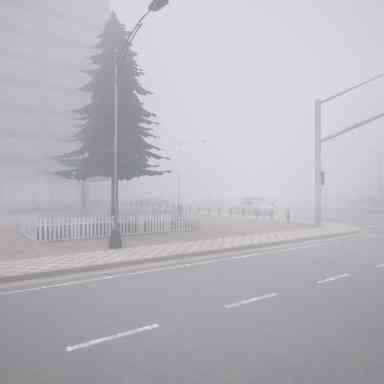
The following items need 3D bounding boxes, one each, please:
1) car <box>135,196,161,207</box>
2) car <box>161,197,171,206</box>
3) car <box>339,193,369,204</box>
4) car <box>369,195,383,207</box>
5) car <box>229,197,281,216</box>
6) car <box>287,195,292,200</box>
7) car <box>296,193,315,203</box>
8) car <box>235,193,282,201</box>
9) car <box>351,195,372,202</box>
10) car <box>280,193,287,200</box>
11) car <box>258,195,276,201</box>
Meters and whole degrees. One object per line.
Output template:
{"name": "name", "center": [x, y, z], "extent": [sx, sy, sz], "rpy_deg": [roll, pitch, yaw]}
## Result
{"name": "car", "center": [-7.061, 1.564, 51.143], "extent": [1.994, 1.385, 4.181], "rpy_deg": [0, 0, -35]}
{"name": "car", "center": [-5.333, 1.477, 54.755], "extent": [1.882, 1.535, 5.008], "rpy_deg": [0, 0, -35]}
{"name": "car", "center": [35.502, 1.153, 72.750], "extent": [1.932, 1.855, 4.605], "rpy_deg": [0, 0, -36]}
{"name": "car", "center": [27.334, 1.153, 45.441], "extent": [1.932, 1.855, 4.605], "rpy_deg": [0, 0, -36]}
{"name": "car", "center": [6.109, 1.526, 32.775], "extent": [1.812, 1.442, 4.674], "rpy_deg": [0, 0, -36]}
{"name": "car", "center": [22.243, 1.153, 81.796], "extent": [1.932, 1.855, 4.605], "rpy_deg": [0, 0, -36]}
{"name": "car", "center": [21.792, 1.395, 62.872], "extent": [1.970, 1.475, 3.806], "rpy_deg": [0, 0, -36]}
{"name": "car", "center": [7.252, 1.351, 37.155], "extent": [2.097, 1.767, 4.553], "rpy_deg": [0, 0, -36]}
{"name": "car", "center": [37.899, 1.364, 74.378], "extent": [1.784, 1.438, 3.905], "rpy_deg": [0, 0, -36]}
{"name": "car", "center": [20.086, 1.364, 80.198], "extent": [1.784, 1.438, 3.905], "rpy_deg": [0, 0, -36]}
{"name": "car", "center": [17.728, 1.395, 78.519], "extent": [1.970, 1.475, 3.806], "rpy_deg": [0, 0, -36]}
